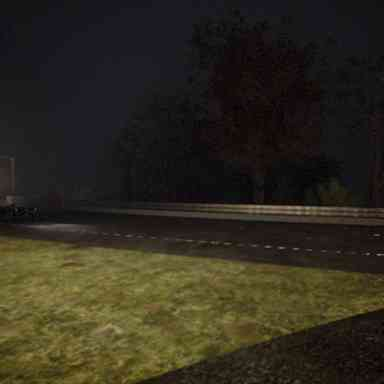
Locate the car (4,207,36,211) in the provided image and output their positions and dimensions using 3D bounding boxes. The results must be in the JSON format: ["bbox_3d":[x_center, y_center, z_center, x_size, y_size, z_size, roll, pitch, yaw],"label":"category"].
[{"bbox_3d":[-13.981,1.371,25.733,4.718,1.301,1.895,0,0,35],"label":"car"}]
